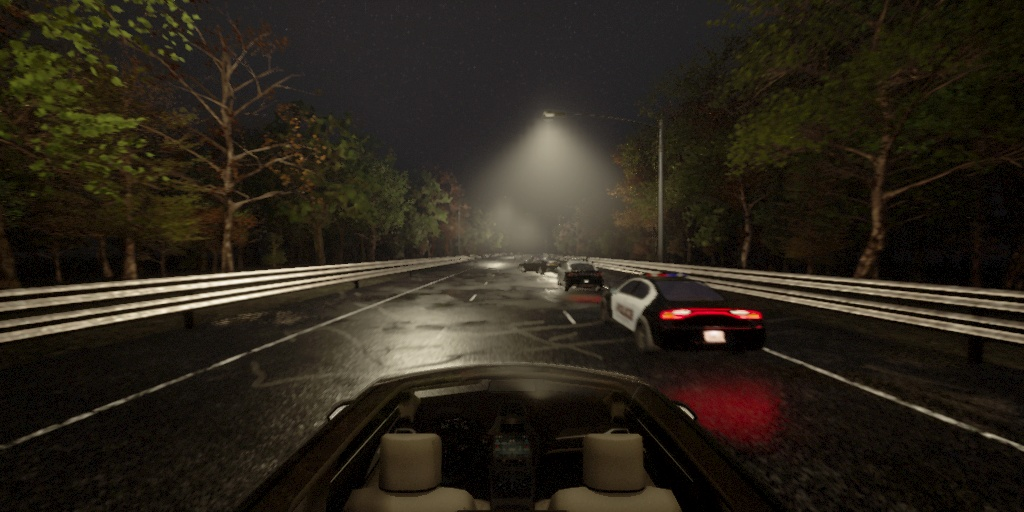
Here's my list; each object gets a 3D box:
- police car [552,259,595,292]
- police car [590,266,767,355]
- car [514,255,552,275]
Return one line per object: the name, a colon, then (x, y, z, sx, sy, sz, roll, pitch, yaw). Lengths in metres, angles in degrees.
police car: (3.570, 0.973, 19.677, 1.930, 1.638, 5.238, 0, 1, 0)
police car: (3.509, 1.180, 8.614, 2.038, 1.542, 4.974, 0, 1, 0)
car: (2.415, 0.891, 32.273, 2.128, 1.511, 4.902, 0, 1, -31)
